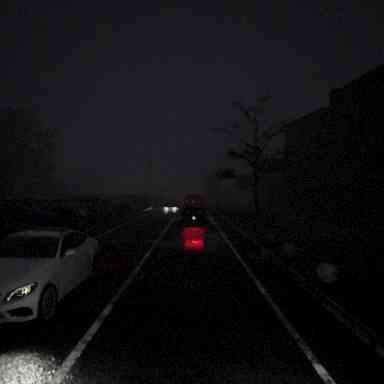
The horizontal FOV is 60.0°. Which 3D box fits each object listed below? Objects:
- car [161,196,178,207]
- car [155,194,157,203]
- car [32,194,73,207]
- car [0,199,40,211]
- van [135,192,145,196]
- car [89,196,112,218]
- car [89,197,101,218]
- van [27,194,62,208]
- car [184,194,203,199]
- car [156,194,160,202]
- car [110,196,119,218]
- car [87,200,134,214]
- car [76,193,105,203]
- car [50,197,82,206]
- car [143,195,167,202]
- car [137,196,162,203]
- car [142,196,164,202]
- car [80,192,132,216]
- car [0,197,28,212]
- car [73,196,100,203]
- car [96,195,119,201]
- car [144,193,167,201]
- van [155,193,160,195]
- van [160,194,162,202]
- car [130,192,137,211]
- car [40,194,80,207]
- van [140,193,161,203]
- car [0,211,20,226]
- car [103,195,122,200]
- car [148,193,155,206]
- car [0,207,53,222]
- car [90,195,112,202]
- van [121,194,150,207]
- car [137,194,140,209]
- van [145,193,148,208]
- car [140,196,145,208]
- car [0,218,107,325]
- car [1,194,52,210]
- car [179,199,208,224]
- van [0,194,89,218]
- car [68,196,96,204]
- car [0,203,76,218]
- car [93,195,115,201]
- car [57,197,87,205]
[{"bbox_3d":[-3.258,1.652,51.800,1.994,1.385,4.181,0,0,0],"label":"car"},{"bbox_3d":[-8.895,1.597,56.089,4.892,1.521,2.231,0,0,0],"label":"car"},{"bbox_3d":[-21.996,1.343,52.688,5.566,2.045,2.435,0,0,0],"label":"car"},{"bbox_3d":[-21.936,1.597,41.585,4.792,1.488,2.163,0,0,0],"label":"car"},{"bbox_3d":[-9.003,1.349,44.873,4.442,1.987,1.878,0,0,0],"label":"van"},{"bbox_3d":[-8.850,1.402,25.250,4.553,1.767,2.185,0,0,0],"label":"car"},{"bbox_3d":[-8.912,1.395,22.447,4.553,1.767,2.185,0,0,0],"label":"car"},{"bbox_3d":[-22.084,1.361,49.912,4.442,1.987,1.878,0,0,0],"label":"van"},{"bbox_3d":[0.142,1.301,41.634,2.150,2.045,5.566,0,-1,0],"label":"car"},{"bbox_3d":[-8.920,1.622,61.700,4.792,1.488,2.163,0,0,0],"label":"car"},{"bbox_3d":[-8.851,1.409,28.053,4.553,1.767,2.185,0,0,0],"label":"car"},{"bbox_3d":[-8.881,1.595,36.463,4.674,1.452,2.002,0,0,0],"label":"car"},{"bbox_3d":[-21.944,1.295,72.123,5.566,2.045,2.435,0,0,0],"label":"car"},{"bbox_3d":[-21.998,1.625,58.240,4.792,1.488,2.163,0,0,0],"label":"car"},{"bbox_3d":[-8.709,1.509,78.521,5.366,1.575,1.946,0,0,0],"label":"car"},{"bbox_3d":[-8.887,1.557,70.112,5.008,1.535,2.097,0,0,0],"label":"car"},{"bbox_3d":[-8.897,1.567,75.718,4.674,1.452,2.002,0,0,0],"label":"car"},{"bbox_3d":[-8.854,1.290,30.857,5.566,2.045,2.435,0,0,0],"label":"car"},{"bbox_3d":[-21.995,1.435,38.809,4.553,1.767,2.185,0,0,0],"label":"car"},{"bbox_3d":[-21.966,1.563,69.350,4.892,1.521,2.231,0,0,0],"label":"car"},{"bbox_3d":[-21.790,1.468,86.002,5.366,1.575,1.946,0,0,0],"label":"car"},{"bbox_3d":[-8.867,1.246,81.323,5.566,2.045,2.435,0,0,0],"label":"car"},{"bbox_3d":[-9.008,1.356,64.502,4.442,1.987,1.878,0,0,0],"label":"van"},{"bbox_3d":[-8.775,1.346,67.303,4.442,1.987,1.878,0,0,0],"label":"van"},{"bbox_3d":[-8.855,1.297,33.660,5.566,2.045,2.435,0,0,0],"label":"car"},{"bbox_3d":[-21.940,1.344,55.465,5.566,2.045,2.435,0,0,0],"label":"car"},{"bbox_3d":[-9.010,1.317,72.914,4.442,1.987,1.878,0,0,0],"label":"van"},{"bbox_3d":[-8.849,1.523,11.233,4.792,1.488,2.163,0,0,0],"label":"car"},{"bbox_3d":[-21.948,1.471,91.554,4.792,1.488,2.163,0,0,0],"label":"car"},{"bbox_3d":[-8.859,1.338,50.481,5.566,2.045,2.435,0,0,0],"label":"car"},{"bbox_3d":[-8.849,1.530,14.036,4.792,1.488,2.163,0,0,0],"label":"car"},{"bbox_3d":[-21.981,1.503,80.452,4.892,1.521,2.231,0,0,0],"label":"car"},{"bbox_3d":[-9.005,1.369,53.281,4.442,1.987,1.878,0,0,0],"label":"van"},{"bbox_3d":[-8.916,1.436,39.266,4.553,1.767,2.185,0,0,0],"label":"car"},{"bbox_3d":[-9.004,1.356,47.676,4.442,1.987,1.878,0,0,0],"label":"van"},{"bbox_3d":[-8.879,1.569,42.069,4.892,1.521,2.231,0,0,0],"label":"car"},{"bbox_3d":[-3.342,1.538,7.268,1.812,1.442,4.674,0,0,0],"label":"car"},{"bbox_3d":[-21.994,1.323,44.362,5.566,2.045,2.435,0,0,0],"label":"car"},{"bbox_3d":[0.128,1.556,25.221,1.837,1.490,4.892,0,0,0],"label":"car"},{"bbox_3d":[-8.763,1.288,19.644,4.442,1.987,1.878,0,0,0],"label":"van"},{"bbox_3d":[-21.966,1.574,66.572,5.008,1.535,2.097,0,0,0],"label":"car"},{"bbox_3d":[-8.874,1.507,16.840,5.008,1.535,2.097,0,0,0],"label":"car"},{"bbox_3d":[-22.004,1.516,83.227,4.792,1.488,2.163,0,0,0],"label":"car"},{"bbox_3d":[-21.940,1.624,61.023,4.792,1.488,2.163,0,0,0],"label":"car"}]
